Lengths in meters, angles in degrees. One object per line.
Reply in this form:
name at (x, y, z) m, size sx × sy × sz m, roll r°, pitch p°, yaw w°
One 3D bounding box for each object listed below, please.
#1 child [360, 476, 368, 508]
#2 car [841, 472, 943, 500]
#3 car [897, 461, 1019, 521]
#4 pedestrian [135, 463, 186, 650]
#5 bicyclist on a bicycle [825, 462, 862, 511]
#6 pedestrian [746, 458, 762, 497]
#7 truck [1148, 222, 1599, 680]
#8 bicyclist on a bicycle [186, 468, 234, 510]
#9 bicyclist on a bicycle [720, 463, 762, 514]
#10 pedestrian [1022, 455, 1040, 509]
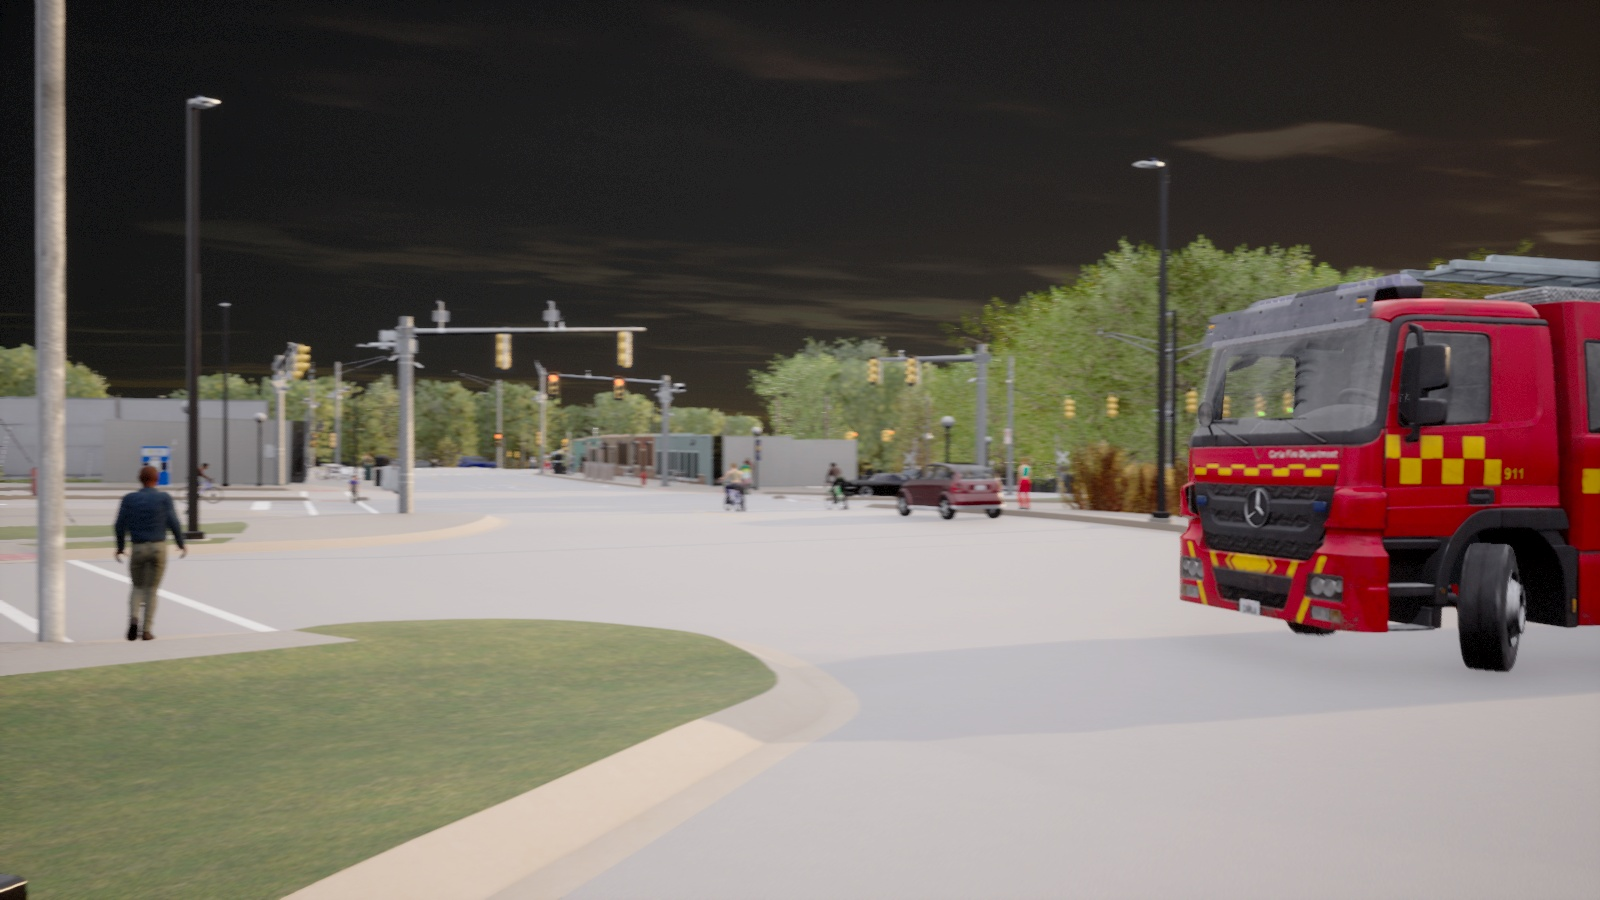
child at (-17.757, 1.704, 51.118) m, size 0.270 × 1.263 × 0.437 m, roll 0°, pitch 1°, yaw -24°
car at (4.604, 1.803, 62.801) m, size 4.718 × 1.301 × 1.895 m, roll 2°, pitch -1°, yaw -26°
car at (4.390, 1.117, 35.370) m, size 1.789 × 1.549 × 3.705 m, roll -1°, pitch 0°, yaw -22°
pedestrian at (-6.548, 1.063, 12.868) m, size 0.370 × 1.835 × 0.726 m, roll 0°, pitch 1°, yaw -20°
bicyclist on a bicycle at (1.461, 1.249, 42.536) m, size 0.582 × 1.620 × 1.656 m, roll 0°, pitch -2°, yaw -22°
pedestrian at (-2.332, 1.406, 63.884) m, size 0.659 × 1.952 × 0.873 m, roll 0°, pitch 1°, yaw -13°
truck at (8.151, 0.048, 13.040) m, size 8.468 × 3.827 × 2.891 m, roll 0°, pitch -1°, yaw -16°
bicyclist on a bicycle at (-23.371, 1.537, 49.749) m, size 1.656 × 1.620 × 0.582 m, roll 1°, pitch -1°, yaw -27°
bicyclist on a bicycle at (-1.944, 1.255, 41.221) m, size 0.866 × 1.612 × 1.509 m, roll 0°, pitch -1°, yaw -23°
pedestrian at (7.970, 1.097, 43.338) m, size 0.345 × 1.836 × 0.594 m, roll 0°, pitch 1°, yaw -24°
